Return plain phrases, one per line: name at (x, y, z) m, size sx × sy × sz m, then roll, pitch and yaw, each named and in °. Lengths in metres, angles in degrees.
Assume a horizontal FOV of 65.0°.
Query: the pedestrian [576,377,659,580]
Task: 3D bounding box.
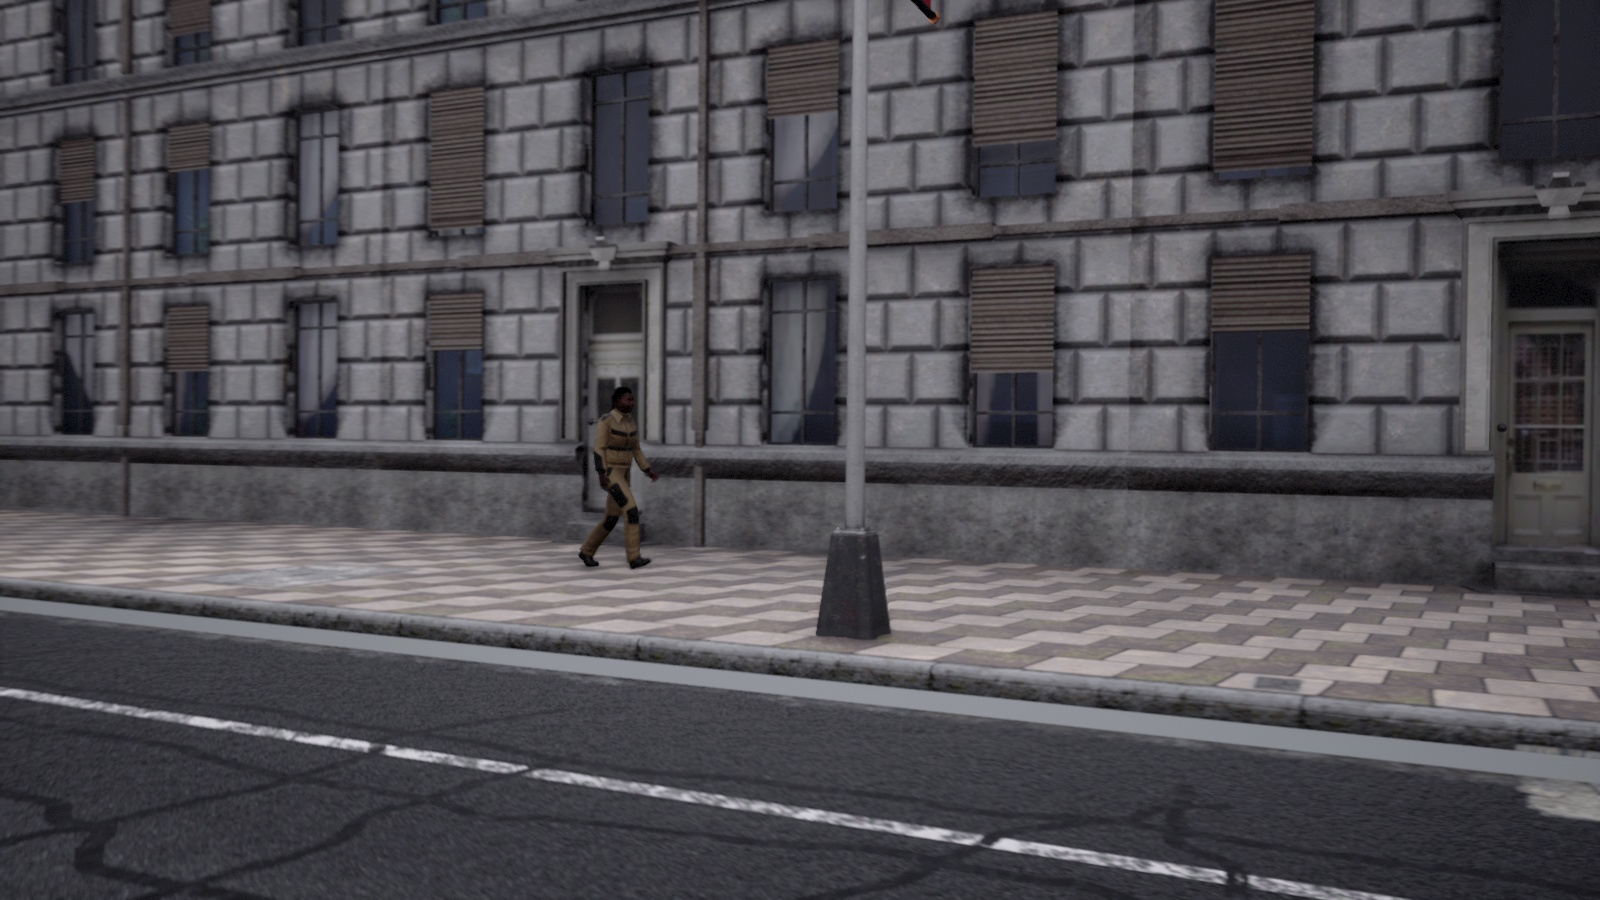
pedestrian at (-1.786, 0.268, 12.259) m, size 0.692 × 1.930 × 0.396 m, roll 0°, pitch 1°, yaw 32°
